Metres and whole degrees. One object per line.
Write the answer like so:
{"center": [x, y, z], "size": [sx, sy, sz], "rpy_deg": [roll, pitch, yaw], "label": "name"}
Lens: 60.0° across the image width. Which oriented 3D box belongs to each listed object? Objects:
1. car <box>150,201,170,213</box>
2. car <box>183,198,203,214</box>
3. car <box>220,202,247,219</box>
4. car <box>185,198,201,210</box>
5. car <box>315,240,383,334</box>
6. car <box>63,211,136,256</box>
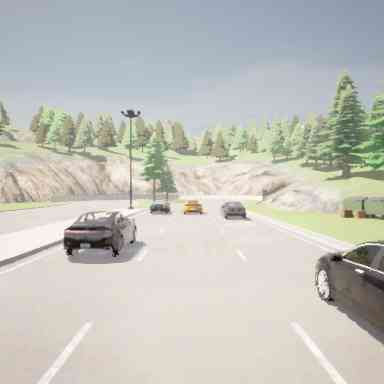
{"center": [-3.400, 1.600, 36.336], "size": [1.895, 1.301, 4.718], "rpy_deg": [0, 0, 0], "label": "car"}
{"center": [0.096, 1.477, 34.685], "size": [1.882, 1.535, 5.008], "rpy_deg": [0, 0, 0], "label": "car"}
{"center": [3.599, 1.547, 29.481], "size": [2.033, 1.411, 5.357], "rpy_deg": [0, 0, 0], "label": "car"}
{"center": [0.139, 1.547, 44.511], "size": [2.033, 1.411, 5.357], "rpy_deg": [0, 0, 1], "label": "car"}
{"center": [3.598, 1.503, 5.362], "size": [1.837, 1.490, 4.892], "rpy_deg": [0, 0, 0], "label": "car"}
{"center": [-3.400, 1.491, 13.018], "size": [2.128, 1.511, 4.902], "rpy_deg": [0, 0, 0], "label": "car"}
